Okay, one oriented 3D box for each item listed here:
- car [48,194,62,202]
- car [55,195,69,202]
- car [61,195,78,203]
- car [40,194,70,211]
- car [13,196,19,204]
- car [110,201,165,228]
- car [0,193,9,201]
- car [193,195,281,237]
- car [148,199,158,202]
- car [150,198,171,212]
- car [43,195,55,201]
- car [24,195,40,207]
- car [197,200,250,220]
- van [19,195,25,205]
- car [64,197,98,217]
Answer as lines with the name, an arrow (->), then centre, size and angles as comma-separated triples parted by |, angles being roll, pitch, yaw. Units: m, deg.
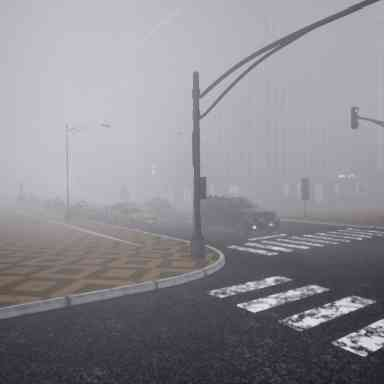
car -> -29.984, 1.256, 72.789 | 1.967, 1.590, 4.097 | -1, 1, -36
car -> -26.745, 1.408, 68.274 | 1.802, 1.307, 4.206 | -1, 1, -36
car -> -23.507, 1.386, 63.758 | 2.008, 1.369, 4.403 | -1, 1, -36
car -> -16.959, 1.429, 41.101 | 1.967, 1.590, 4.097 | -1, 1, -36
car -> -33.149, 1.494, 63.682 | 2.008, 1.369, 4.403 | -1, 1, -36
car -> -4.012, 1.552, 22.824 | 1.752, 1.417, 4.829 | -1, 1, -36
car -> -46.102, 1.450, 81.746 | 1.887, 1.381, 4.507 | -1, 1, -36
car -> 2.291, 1.242, 18.646 | 2.150, 2.045, 5.566 | -1, 1, -36
car -> -5.484, 1.525, 29.499 | 2.033, 1.411, 5.357 | -1, 1, -36
car -> -4.033, 1.329, 36.696 | 1.967, 1.590, 4.097 | -1, 1, -36
car -> -33.321, 1.332, 77.443 | 1.752, 1.417, 4.829 | -1, 1, -36
car -> -23.435, 1.411, 50.133 | 1.967, 1.590, 4.097 | -1, 1, -36
car -> 2.503, 1.455, 27.705 | 2.008, 1.369, 4.403 | -1, 1, -36
van -> -26.675, 1.303, 54.648 | 1.690, 1.788, 3.998 | -1, 1, -36
car -> -10.432, 1.533, 31.899 | 1.752, 1.417, 4.829 | -1, 1, -36
